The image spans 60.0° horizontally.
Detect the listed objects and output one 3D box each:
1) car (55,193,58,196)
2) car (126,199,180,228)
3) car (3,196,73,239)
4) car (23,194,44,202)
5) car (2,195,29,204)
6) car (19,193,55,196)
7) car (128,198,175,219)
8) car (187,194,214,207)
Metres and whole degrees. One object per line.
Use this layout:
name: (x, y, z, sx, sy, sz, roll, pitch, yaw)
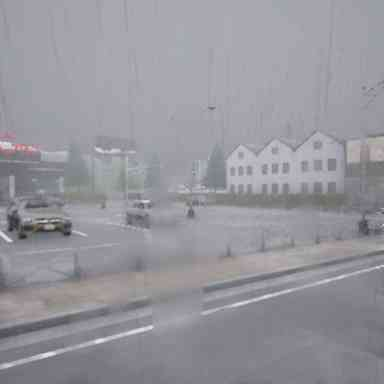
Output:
car: (-16.863, 1.110, 40.261, 1.905, 1.878, 3.866, 0, 0, -36)
car: (-2.387, 1.266, 19.966, 1.970, 1.475, 3.806, 0, 0, -36)
car: (-7.422, 1.175, 15.975, 2.152, 1.636, 5.027, 0, 0, -36)
car: (-35.930, 1.354, 75.381, 3.866, 1.878, 1.905, 0, 0, -36)
car: (-36.171, 1.513, 68.252, 4.611, 1.667, 2.242, 0, 0, -36)
car: (-14.967, 1.124, 31.947, 1.932, 1.855, 4.605, 0, 0, -36)
car: (-3.501, 1.338, 27.832, 2.007, 1.523, 4.514, 0, 0, -36)
car: (1.182, 1.228, 47.765, 2.097, 1.767, 4.553, 0, 0, -35)
